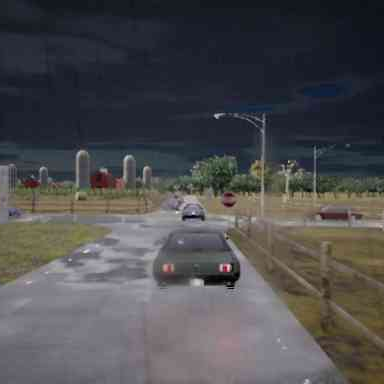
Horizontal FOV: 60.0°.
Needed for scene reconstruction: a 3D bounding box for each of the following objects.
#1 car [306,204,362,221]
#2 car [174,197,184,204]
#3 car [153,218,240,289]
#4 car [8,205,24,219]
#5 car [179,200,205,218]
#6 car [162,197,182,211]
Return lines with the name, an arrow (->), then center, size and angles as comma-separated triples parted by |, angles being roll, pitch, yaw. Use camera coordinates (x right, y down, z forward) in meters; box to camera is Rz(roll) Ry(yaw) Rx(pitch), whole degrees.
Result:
car -> 12.835, 1.889, 30.440 | 5.008, 1.535, 1.882 | 1, 1, 1
car -> -2.738, 1.867, 72.182 | 1.994, 1.385, 4.181 | 0, 0, 0
car -> 0.104, 1.650, 9.293 | 1.895, 1.301, 4.718 | 0, 0, 0
car -> -16.310, 1.427, 27.282 | 4.674, 1.442, 1.812 | 1, 1, 0
car -> 0.117, 1.751, 29.977 | 1.994, 1.385, 4.181 | 0, 0, 0
car -> -2.785, 1.565, 44.400 | 2.097, 1.767, 4.553 | 0, 0, -1
